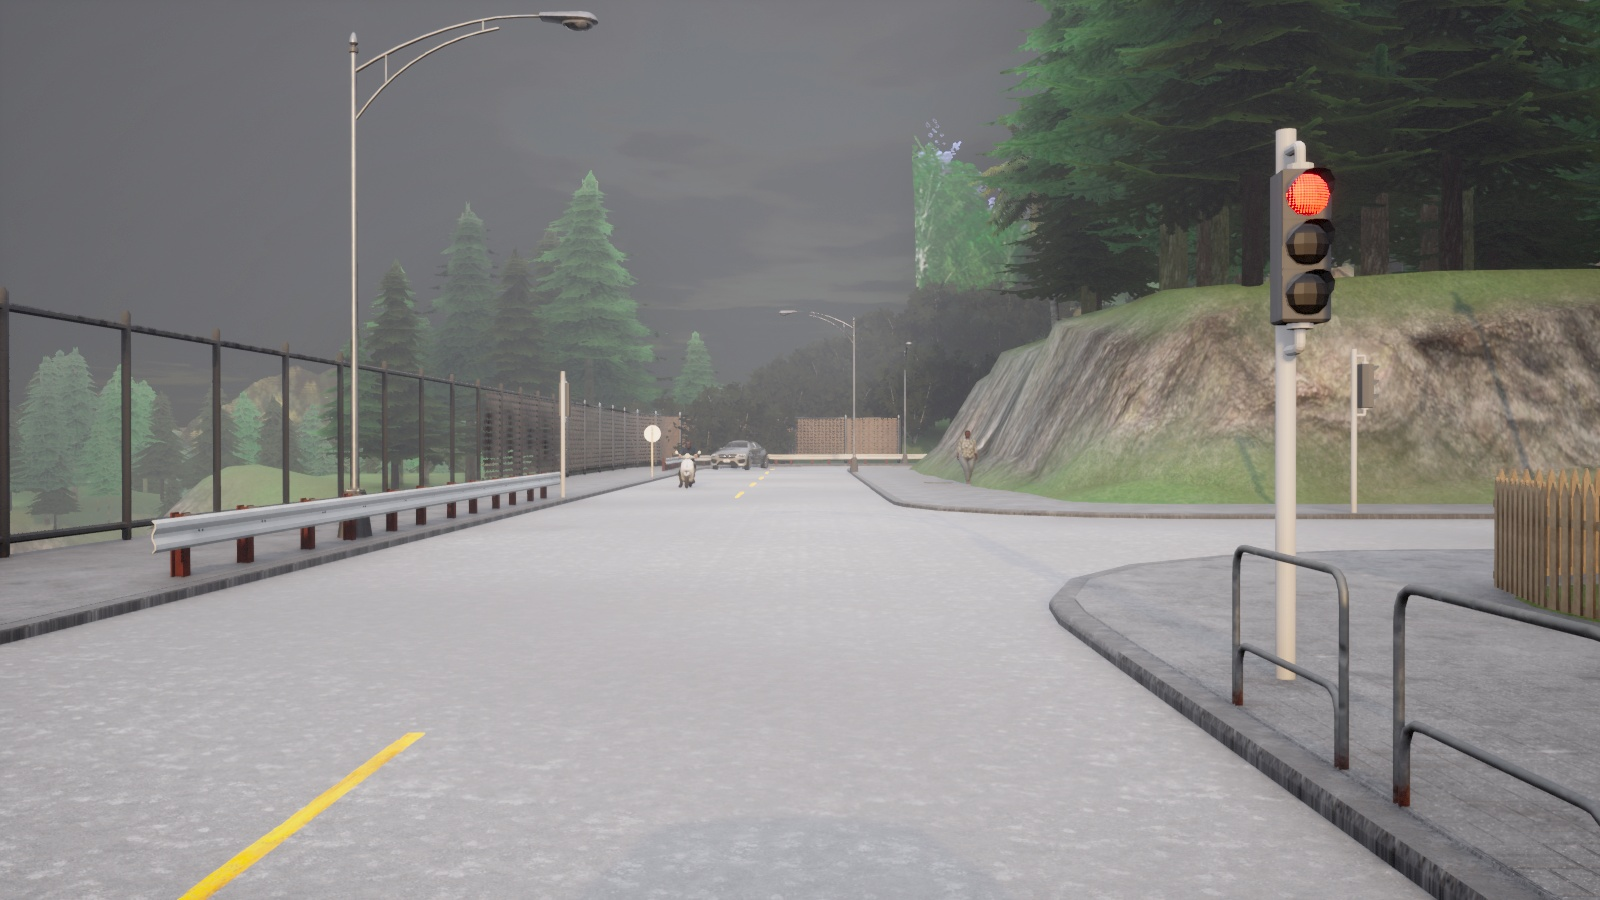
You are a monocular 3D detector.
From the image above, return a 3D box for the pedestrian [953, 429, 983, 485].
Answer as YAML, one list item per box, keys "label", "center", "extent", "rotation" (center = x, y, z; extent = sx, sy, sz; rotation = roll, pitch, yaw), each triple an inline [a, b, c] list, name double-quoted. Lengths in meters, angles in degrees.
- label: "pedestrian"
  center: [5.578, 0.226, 41.665]
  extent: [0.874, 1.855, 0.900]
  rotation: [0, 0, 1]

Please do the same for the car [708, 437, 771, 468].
- label: "car"
  center: [-3.344, 0.127, 70.330]
  extent: [2.152, 1.651, 5.027]
  rotation: [0, 0, 15]

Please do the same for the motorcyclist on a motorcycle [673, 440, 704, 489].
- label: "motorcyclist on a motorcycle"
  center: [-3.707, 0.461, 41.817]
  extent: [0.866, 1.590, 1.817]
  rotation: [0, 0, 0]
